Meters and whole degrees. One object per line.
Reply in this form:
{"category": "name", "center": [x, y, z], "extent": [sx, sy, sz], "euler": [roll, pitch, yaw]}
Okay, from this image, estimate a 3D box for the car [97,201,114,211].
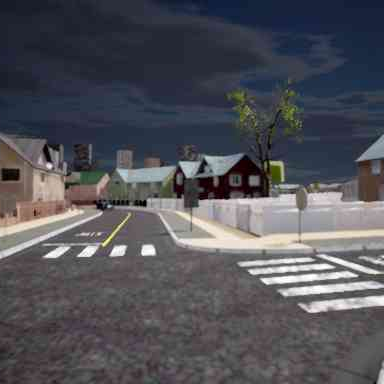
{"category": "car", "center": [-13.498, 2.094, 51.724], "extent": [2.128, 1.511, 4.902], "euler": [0, -1, -28]}
